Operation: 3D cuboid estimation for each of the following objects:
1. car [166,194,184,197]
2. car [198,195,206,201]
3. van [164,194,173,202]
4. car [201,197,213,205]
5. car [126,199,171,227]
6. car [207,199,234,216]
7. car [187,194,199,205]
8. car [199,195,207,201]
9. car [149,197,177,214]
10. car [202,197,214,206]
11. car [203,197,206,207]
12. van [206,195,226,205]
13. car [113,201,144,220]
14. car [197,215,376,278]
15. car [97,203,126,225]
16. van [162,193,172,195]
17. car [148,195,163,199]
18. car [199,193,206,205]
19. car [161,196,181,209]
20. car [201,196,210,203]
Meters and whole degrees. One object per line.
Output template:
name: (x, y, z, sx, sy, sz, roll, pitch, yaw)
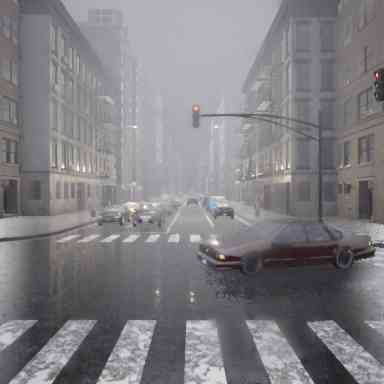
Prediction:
car: (-2.793, 1.474, 53.024, 1.882, 1.535, 5.008, 0, 0, 1)
car: (2.661, 1.560, 88.379, 1.947, 1.339, 4.313, 0, 0, 0)
van: (-5.434, 1.336, 77.566, 1.690, 1.788, 3.998, 0, 0, 0)
car: (2.652, 1.546, 61.348, 2.008, 1.369, 4.403, 0, 0, 0)
car: (-2.847, 1.490, 22.872, 2.128, 1.511, 4.902, 0, 0, 0)
car: (2.641, 1.548, 28.910, 2.008, 1.369, 4.403, 0, 0, 0)
car: (0.103, 1.501, 57.073, 1.837, 1.490, 4.892, 0, 0, 0)
car: (2.660, 1.539, 82.973, 1.887, 1.381, 4.507, 0, 0, 0)
car: (-2.843, 1.544, 32.755, 2.033, 1.411, 5.357, 0, 0, 0)
car: (2.650, 1.562, 55.942, 1.947, 1.339, 4.313, 0, 0, 0)
car: (2.645, 1.578, 39.723, 1.802, 1.307, 4.206, 0, 0, 0)
van: (2.643, 1.338, 34.317, 1.690, 1.788, 3.998, 0, 0, 0)
car: (-5.393, 1.523, 28.740, 1.752, 1.417, 4.829, 0, 0, 0)
car: (2.899, 1.567, 10.092, 5.357, 1.411, 2.033, 0, 0, -17)
car: (-5.389, 1.549, 23.504, 2.008, 1.369, 4.403, 0, 0, 0)
van: (-5.425, 1.337, 66.753, 1.690, 1.788, 3.998, 0, 0, 0)
car: (-5.407, 1.436, 45.129, 1.967, 1.590, 4.097, 0, 0, 0)
car: (2.649, 1.311, 50.535, 2.192, 1.841, 5.009, 0, 0, 0)
car: (-2.832, 1.560, 42.769, 1.994, 1.385, 4.181, 0, 0, 1)
car: (2.654, 1.521, 66.923, 1.752, 1.417, 4.829, 0, 0, 0)
